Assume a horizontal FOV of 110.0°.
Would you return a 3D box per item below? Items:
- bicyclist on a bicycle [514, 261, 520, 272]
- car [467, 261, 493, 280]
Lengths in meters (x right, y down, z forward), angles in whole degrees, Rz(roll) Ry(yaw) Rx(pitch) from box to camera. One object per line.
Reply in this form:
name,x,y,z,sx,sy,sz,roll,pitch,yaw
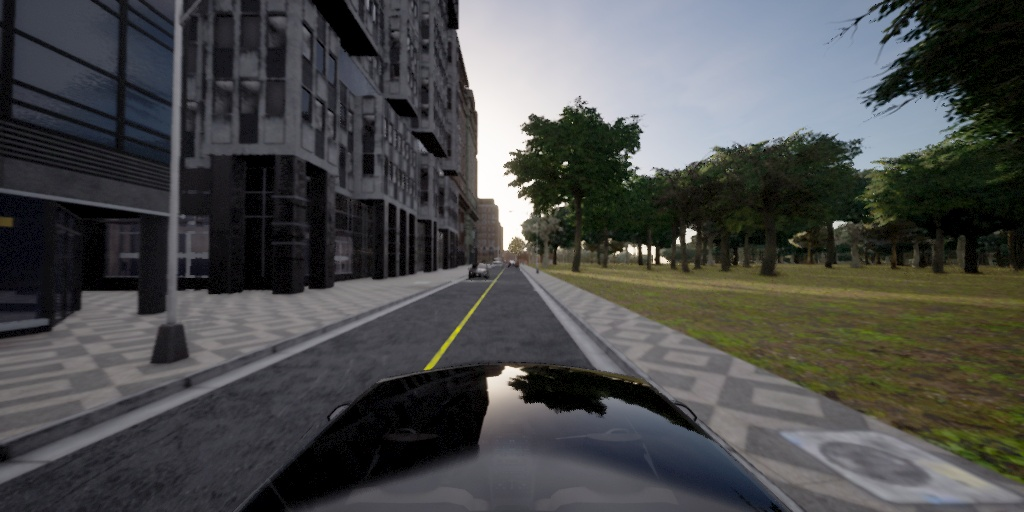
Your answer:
bicyclist on a bicycle,0.812,1.544,49.302,0.582,1.620,1.656,0,-1,0
car,-3.099,1.478,34.498,1.837,1.490,4.892,0,0,0
